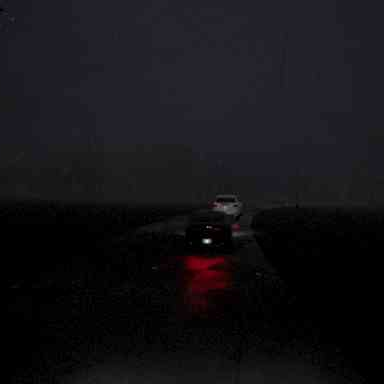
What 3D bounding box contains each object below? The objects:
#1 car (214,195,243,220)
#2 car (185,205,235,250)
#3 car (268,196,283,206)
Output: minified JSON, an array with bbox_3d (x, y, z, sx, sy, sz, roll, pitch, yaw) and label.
[{"bbox_3d":[3.229,1.293,29.135,2.150,2.045,5.566,-1,0,13],"label":"car"},{"bbox_3d":[0.807,1.531,14.460,1.837,1.490,4.892,0,0,6],"label":"car"},{"bbox_3d":[18.778,2.007,74.397,2.150,2.045,5.566,-1,-2,31],"label":"car"}]
